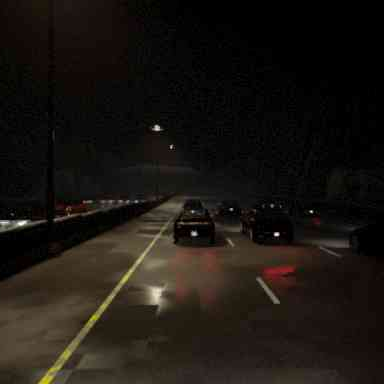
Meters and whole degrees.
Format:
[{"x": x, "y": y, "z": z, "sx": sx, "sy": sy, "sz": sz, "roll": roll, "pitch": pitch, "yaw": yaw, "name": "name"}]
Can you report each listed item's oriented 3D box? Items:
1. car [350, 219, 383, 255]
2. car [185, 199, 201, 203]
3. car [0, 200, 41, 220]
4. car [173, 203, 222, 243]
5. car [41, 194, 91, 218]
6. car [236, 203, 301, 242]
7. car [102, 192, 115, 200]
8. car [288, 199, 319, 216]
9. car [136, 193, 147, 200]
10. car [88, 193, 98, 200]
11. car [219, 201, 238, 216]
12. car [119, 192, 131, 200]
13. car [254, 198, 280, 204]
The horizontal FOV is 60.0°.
[{"x": 7.090, "y": 1.559, "z": 11.112, "sx": 1.812, "sy": 1.442, "sz": 4.674, "roll": 0, "pitch": 0, "yaw": 0, "name": "car"}, {"x": 0.094, "y": 1.481, "z": 31.942, "sx": 1.837, "sy": 1.490, "sz": 4.892, "roll": 0, "pitch": 0, "yaw": 0, "name": "car"}, {"x": -14.099, "y": 1.500, "z": 28.548, "sx": 1.837, "sy": 1.490, "sz": 4.892, "roll": 0, "pitch": 0, "yaw": 0, "name": "car"}, {"x": 0.096, "y": 1.526, "z": 16.247, "sx": 2.128, "sy": 1.511, "sz": 4.902, "roll": 0, "pitch": 0, "yaw": 0, "name": "car"}, {"x": -10.599, "y": 1.348, "z": 28.415, "sx": 2.097, "sy": 1.767, "sz": 4.553, "roll": 0, "pitch": 0, "yaw": 0, "name": "car"}, {"x": 3.596, "y": 1.539, "z": 16.532, "sx": 1.837, "sy": 1.490, "sz": 4.892, "roll": 0, "pitch": 0, "yaw": 0, "name": "car"}, {"x": -17.506, "y": 0.811, "z": 70.145, "sx": 1.837, "sy": 1.490, "sz": 4.892, "roll": 0, "pitch": 1, "yaw": 0, "name": "car"}, {"x": 10.595, "y": 1.482, "z": 31.925, "sx": 1.837, "sy": 1.490, "sz": 4.892, "roll": 0, "pitch": 0, "yaw": 0, "name": "car"}, {"x": -10.506, "y": 0.936, "z": 69.527, "sx": 1.812, "sy": 1.442, "sz": 4.674, "roll": 0, "pitch": 1, "yaw": 0, "name": "car"}, {"x": -21.006, "y": 0.981, "z": 69.111, "sx": 2.033, "sy": 1.411, "sz": 5.357, "roll": 0, "pitch": 1, "yaw": 0, "name": "car"}, {"x": 3.594, "y": 1.538, "z": 32.275, "sx": 1.994, "sy": 1.385, "sz": 4.181, "roll": 0, "pitch": 0, "yaw": 0, "name": "car"}, {"x": -14.006, "y": 0.811, "z": 70.146, "sx": 1.837, "sy": 1.490, "sz": 4.892, "roll": 0, "pitch": 1, "yaw": 0, "name": "car"}, {"x": 7.094, "y": 1.330, "z": 31.528, "sx": 2.097, "sy": 1.767, "sz": 4.553, "roll": 0, "pitch": 0, "yaw": 0, "name": "car"}]
